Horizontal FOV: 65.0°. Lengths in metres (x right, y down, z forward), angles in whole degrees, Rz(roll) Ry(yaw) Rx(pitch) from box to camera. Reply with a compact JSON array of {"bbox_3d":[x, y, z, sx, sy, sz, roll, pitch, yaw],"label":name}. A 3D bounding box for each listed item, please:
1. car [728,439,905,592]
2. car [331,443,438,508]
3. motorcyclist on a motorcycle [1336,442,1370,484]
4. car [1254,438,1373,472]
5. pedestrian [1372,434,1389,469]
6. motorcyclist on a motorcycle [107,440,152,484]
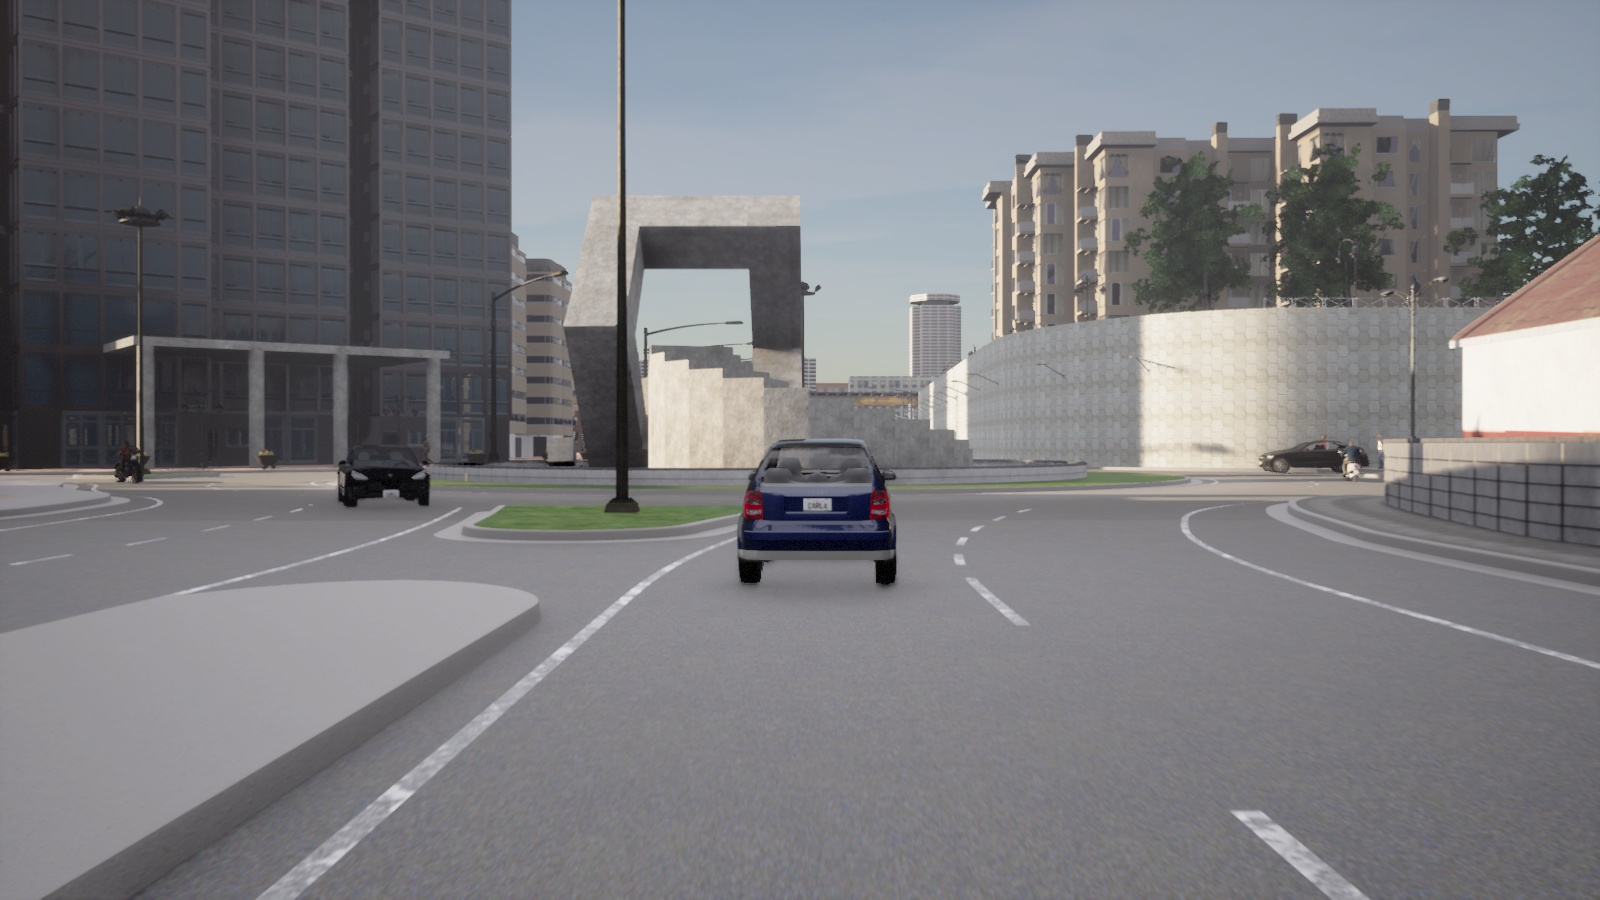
[{"bbox_3d":[0.251,0.653,14.588,1.789,1.549,3.705,0,0,3],"label":"car"},{"bbox_3d":[-10.488,0.582,31.446,2.163,1.488,4.792,0,0,-23],"label":"car"},{"bbox_3d":[21.394,0.476,48.650,0.866,1.590,1.817,-1,0,13],"label":"motorcyclist on a motorcycle"},{"bbox_3d":[25.285,0.238,62.005,5.027,1.651,2.152,0,0,7],"label":"car"},{"bbox_3d":[30.592,0.098,66.160,0.706,1.836,0.354,0,0,-1],"label":"pedestrian"},{"bbox_3d":[-25.835,0.436,48.342,2.350,1.649,0.766,1,1,42],"label":"motorcyclist on a motorcycle"}]
